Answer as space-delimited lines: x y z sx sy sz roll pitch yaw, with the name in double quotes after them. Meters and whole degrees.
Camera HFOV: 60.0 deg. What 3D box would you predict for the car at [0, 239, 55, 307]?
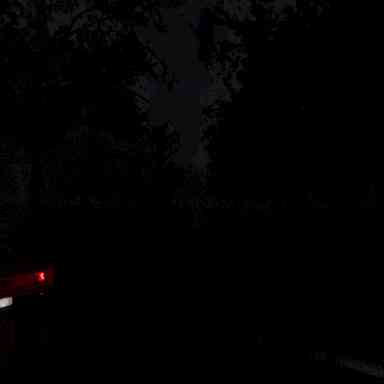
-5.016 1.604 6.981 4.718 1.301 1.895 0 0 36 "car"
